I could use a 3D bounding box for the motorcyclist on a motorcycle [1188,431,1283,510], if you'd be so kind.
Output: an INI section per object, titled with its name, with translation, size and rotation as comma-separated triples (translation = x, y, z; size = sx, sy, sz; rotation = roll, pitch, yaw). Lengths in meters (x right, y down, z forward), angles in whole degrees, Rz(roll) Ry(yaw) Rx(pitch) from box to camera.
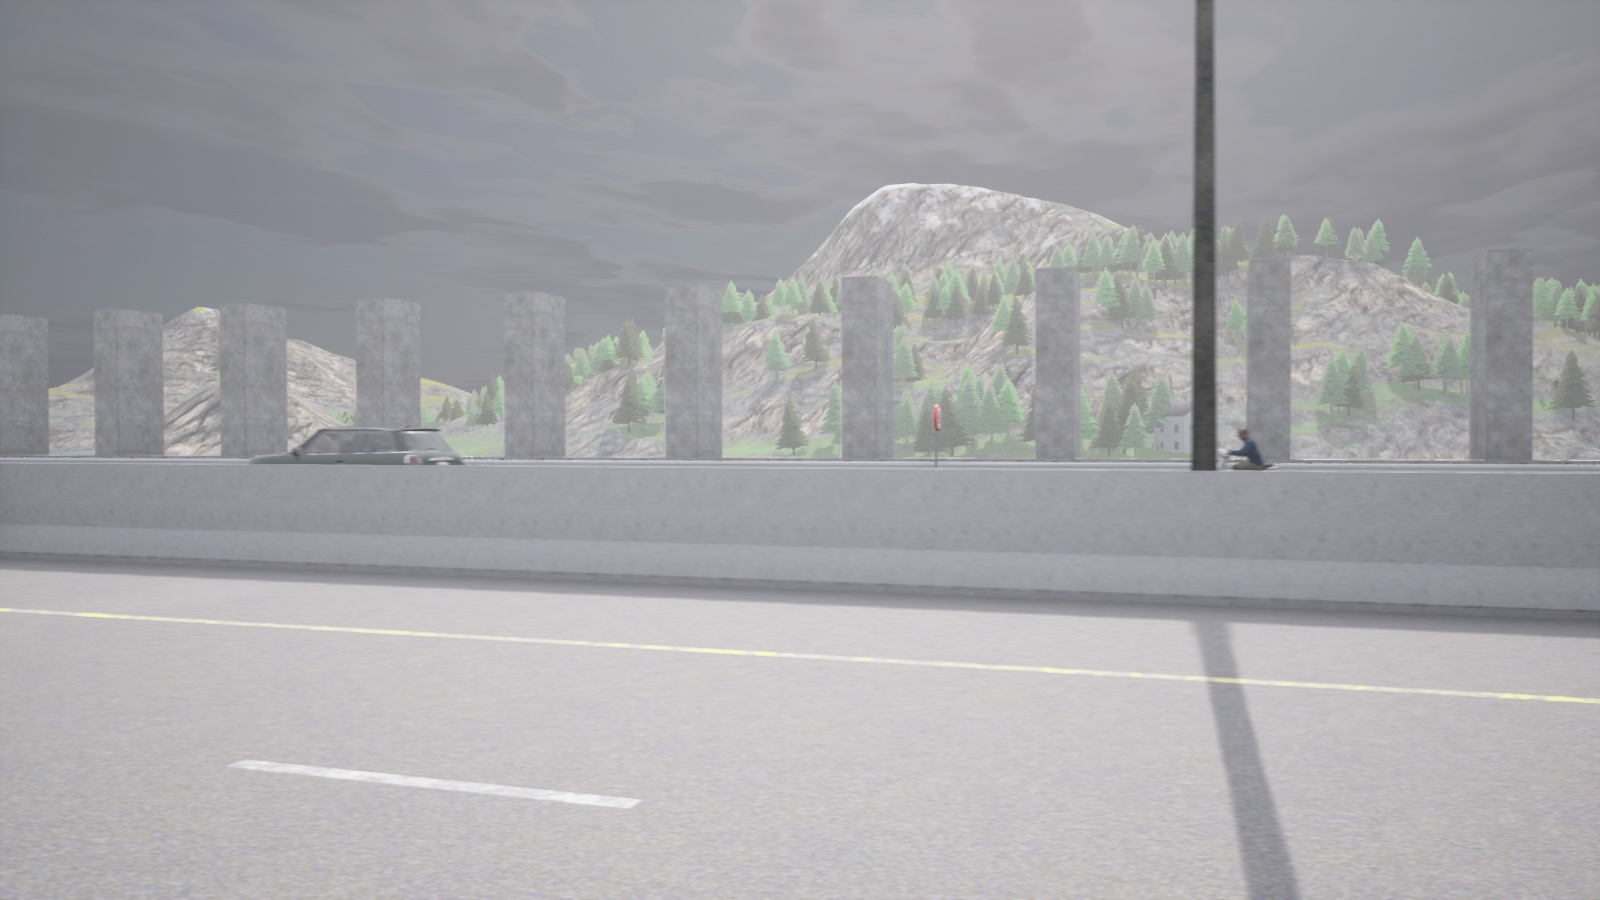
[motorcyclist on a motorcycle]
translation = 9.002, 0.399, 26.009
size = 1.817, 1.590, 0.866
rotation = 0, 1, 19

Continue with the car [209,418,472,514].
[car]
translation = -9.036, 0.256, 24.767
size = 4.553, 1.767, 2.097
rotation = 1, 1, 19
